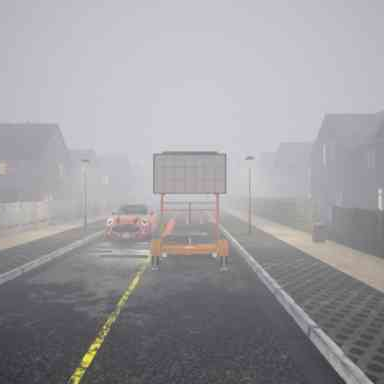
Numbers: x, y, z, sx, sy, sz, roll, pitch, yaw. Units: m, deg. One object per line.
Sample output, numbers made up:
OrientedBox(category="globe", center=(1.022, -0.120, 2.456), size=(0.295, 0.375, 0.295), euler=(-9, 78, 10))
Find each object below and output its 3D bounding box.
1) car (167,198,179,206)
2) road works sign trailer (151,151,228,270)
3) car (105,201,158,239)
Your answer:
OrientedBox(category="car", center=(-3.247, 1.731, 57.688), size=(2.033, 1.411, 5.357), euler=(0, 0, 0))
OrientedBox(category="road works sign trailer", center=(-0.070, 0.467, 11.009), size=(2.380, 3.560, 2.880), euler=(0, 0, 0))
OrientedBox(category="car", center=(-2.971, 1.361, 17.123), size=(2.097, 1.767, 4.553), euler=(0, 0, 0))
